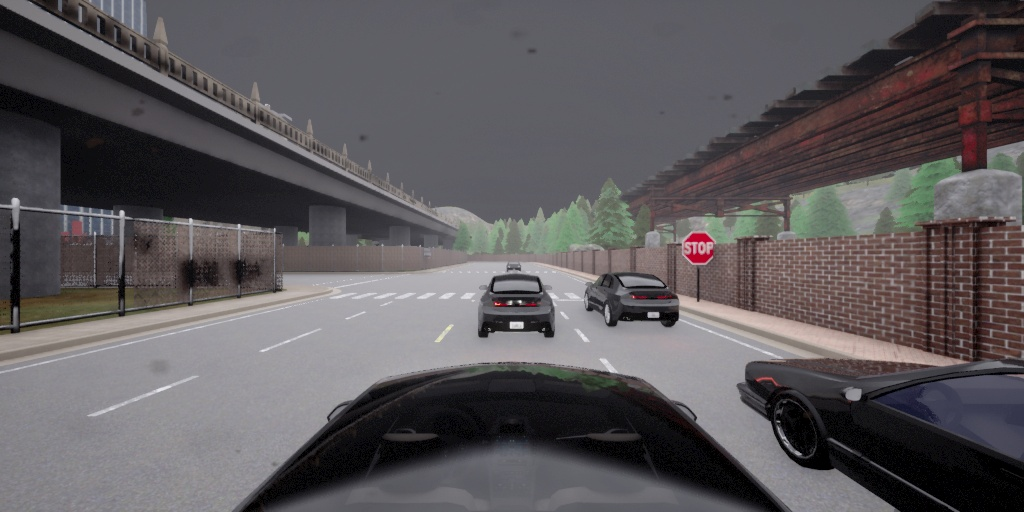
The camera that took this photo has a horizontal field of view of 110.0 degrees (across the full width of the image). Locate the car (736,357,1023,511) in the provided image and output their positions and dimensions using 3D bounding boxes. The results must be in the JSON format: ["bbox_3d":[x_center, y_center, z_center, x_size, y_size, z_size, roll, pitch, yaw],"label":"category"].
[{"bbox_3d":[3.600,1.297,1.798,2.033,1.411,5.357,0,0,0],"label":"car"}]

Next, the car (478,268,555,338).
[{"bbox_3d":[0.105,1.255,10.188,1.837,1.490,4.892,0,0,0],"label":"car"}]

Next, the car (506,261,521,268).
[{"bbox_3d":[0.222,1.351,46.356,1.895,1.301,4.718,0,0,-1],"label":"car"}]

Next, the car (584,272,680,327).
[{"bbox_3d":[3.608,1.255,11.545,1.837,1.490,4.892,0,0,0],"label":"car"}]
